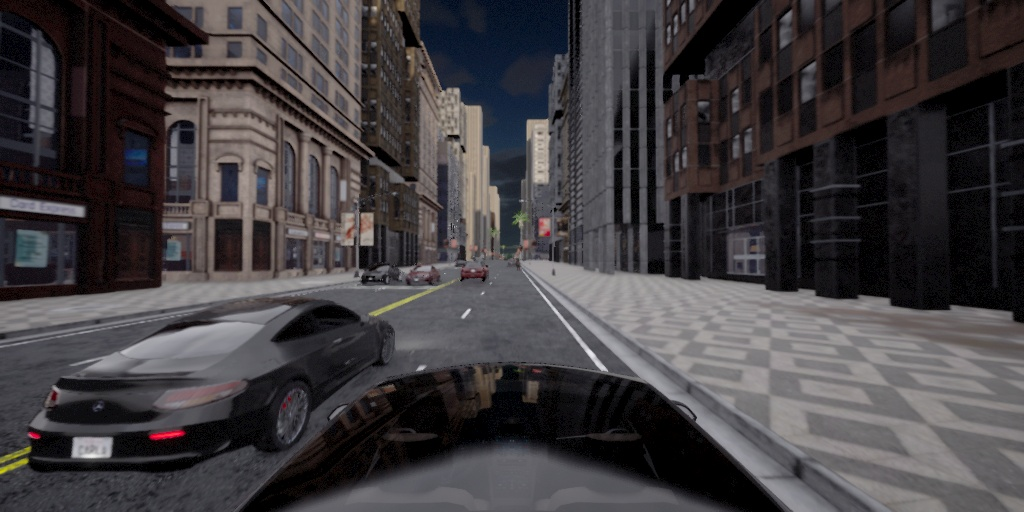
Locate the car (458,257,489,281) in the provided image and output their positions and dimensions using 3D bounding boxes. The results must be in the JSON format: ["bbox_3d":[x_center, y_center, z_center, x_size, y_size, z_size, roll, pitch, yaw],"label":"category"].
[{"bbox_3d":[-3.151,1.224,31.246,2.097,1.767,4.553,0,0,0],"label":"car"}]

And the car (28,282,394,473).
[{"bbox_3d":[-3.169,1.290,5.016,1.812,1.442,4.674,0,0,0],"label":"car"}]

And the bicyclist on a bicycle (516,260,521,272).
[{"bbox_3d":[0.895,1.388,47.958,0.582,1.620,1.656,0,-1,0],"label":"bicyclist on a bicycle"}]

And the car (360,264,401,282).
[{"bbox_3d":[-9.846,1.363,27.357,1.837,1.490,4.892,0,0,0],"label":"car"}]

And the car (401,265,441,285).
[{"bbox_3d":[-6.598,1.382,27.079,1.812,1.442,4.674,0,0,0],"label":"car"}]
